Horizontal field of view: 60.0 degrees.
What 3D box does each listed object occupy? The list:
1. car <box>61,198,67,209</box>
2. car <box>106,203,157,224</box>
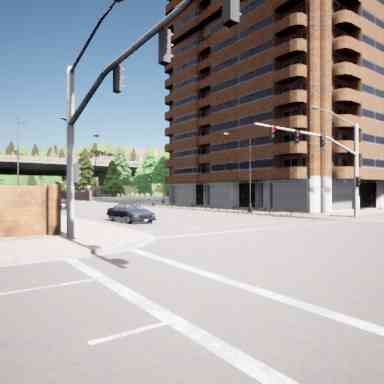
[{"bbox_3d":[-16.528,1.488,41.373,2.128,1.511,4.902,0,0,-35],"label":"car"},{"bbox_3d":[-4.673,1.543,24.821,2.033,1.411,5.357,0,0,-36],"label":"car"}]
